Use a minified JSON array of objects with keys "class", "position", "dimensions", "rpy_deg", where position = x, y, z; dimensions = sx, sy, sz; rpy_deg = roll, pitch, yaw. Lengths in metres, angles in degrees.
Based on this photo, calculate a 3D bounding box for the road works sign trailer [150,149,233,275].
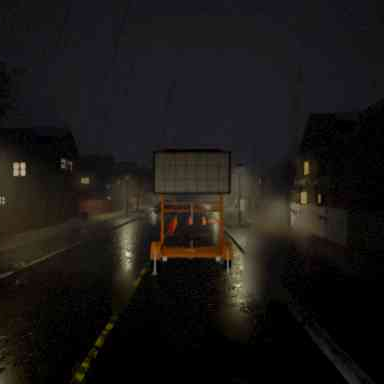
[{"class":"road works sign trailer","position":[-0.002,0.462,10.452],"dimensions":[2.380,3.560,2.880],"rpy_deg":[0,0,1]}]

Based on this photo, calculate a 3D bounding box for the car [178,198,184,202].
[{"class":"car","position":[-2.737,1.942,75.733],"dimensions":[1.895,1.301,4.718],"rpy_deg":[0,-1,0]}]

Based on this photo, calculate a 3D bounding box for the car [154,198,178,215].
[{"class":"car","position":[-2.846,1.611,35.124],"dimensions":[2.033,1.411,5.357],"rpy_deg":[0,0,0]}]
